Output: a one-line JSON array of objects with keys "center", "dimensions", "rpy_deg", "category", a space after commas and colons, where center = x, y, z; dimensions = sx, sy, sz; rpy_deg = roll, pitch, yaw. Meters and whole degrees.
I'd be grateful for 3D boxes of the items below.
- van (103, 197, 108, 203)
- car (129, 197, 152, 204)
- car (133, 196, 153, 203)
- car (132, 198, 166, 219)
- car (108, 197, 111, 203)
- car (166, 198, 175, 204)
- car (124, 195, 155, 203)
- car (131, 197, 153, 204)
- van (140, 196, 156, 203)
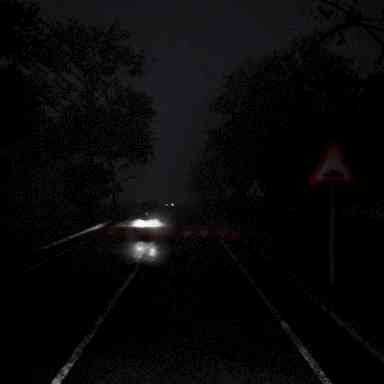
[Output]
[{"center": [-25.368, 2.053, 88.023], "dimensions": [4.442, 1.987, 1.878], "rpy_deg": [0, -2, -1], "category": "van"}, {"center": [-11.929, 1.922, 77.017], "dimensions": [4.892, 1.521, 2.231], "rpy_deg": [0, -2, -1], "category": "car"}, {"center": [-12.078, 1.962, 82.565], "dimensions": [4.553, 1.767, 2.185], "rpy_deg": [0, -2, -1], "category": "car"}, {"center": [-3.874, 1.590, 30.504], "dimensions": [2.128, 1.511, 4.902], "rpy_deg": [0, 0, -1], "category": "car"}, {"center": [-25.281, 2.248, 90.791], "dimensions": [4.553, 1.767, 2.185], "rpy_deg": [0, -2, -1], "category": "car"}, {"center": [-4.716, 1.878, 71.689], "dimensions": [1.994, 1.385, 4.181], "rpy_deg": [0, -1, -1], "category": "car"}, {"center": [-11.676, 1.847, 74.254], "dimensions": [5.366, 1.575, 1.946], "rpy_deg": [0, -2, -1], "category": "car"}, {"center": [-11.991, 2.000, 79.787], "dimensions": [5.008, 1.535, 2.097], "rpy_deg": [0, -2, -1], "category": "car"}, {"center": [-12.410, 2.237, 93.658], "dimensions": [4.442, 1.987, 1.878], "rpy_deg": [0, -2, -1], "category": "van"}]
